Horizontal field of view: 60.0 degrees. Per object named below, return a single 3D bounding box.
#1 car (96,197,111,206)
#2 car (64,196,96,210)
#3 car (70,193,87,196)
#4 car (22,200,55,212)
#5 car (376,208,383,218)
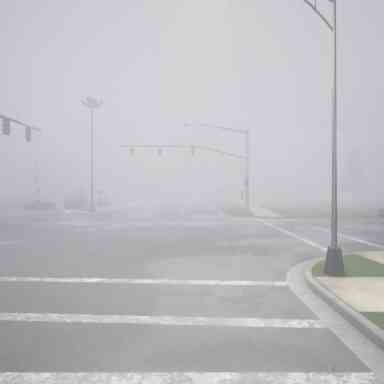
[{"bbox_3d":[-14.358,1.525,53.170,1.812,1.442,4.674,0,0,1],"label":"car"},{"bbox_3d":[-14.513,1.548,42.565,2.033,1.411,5.357,0,0,1],"label":"car"},{"bbox_3d":[-17.878,1.224,51.893,2.150,2.045,5.566,0,0,1],"label":"car"},{"bbox_3d":[-18.077,1.601,39.425,1.895,1.301,4.718,0,0,1],"label":"car"},{"bbox_3d":[16.865,1.548,24.967,5.357,1.411,2.033,0,0,0],"label":"car"}]
